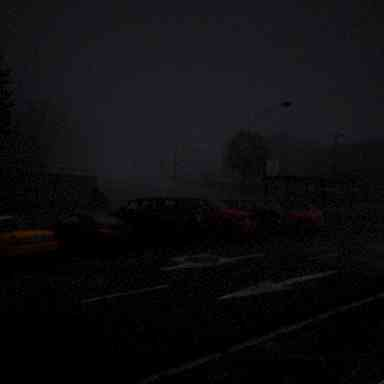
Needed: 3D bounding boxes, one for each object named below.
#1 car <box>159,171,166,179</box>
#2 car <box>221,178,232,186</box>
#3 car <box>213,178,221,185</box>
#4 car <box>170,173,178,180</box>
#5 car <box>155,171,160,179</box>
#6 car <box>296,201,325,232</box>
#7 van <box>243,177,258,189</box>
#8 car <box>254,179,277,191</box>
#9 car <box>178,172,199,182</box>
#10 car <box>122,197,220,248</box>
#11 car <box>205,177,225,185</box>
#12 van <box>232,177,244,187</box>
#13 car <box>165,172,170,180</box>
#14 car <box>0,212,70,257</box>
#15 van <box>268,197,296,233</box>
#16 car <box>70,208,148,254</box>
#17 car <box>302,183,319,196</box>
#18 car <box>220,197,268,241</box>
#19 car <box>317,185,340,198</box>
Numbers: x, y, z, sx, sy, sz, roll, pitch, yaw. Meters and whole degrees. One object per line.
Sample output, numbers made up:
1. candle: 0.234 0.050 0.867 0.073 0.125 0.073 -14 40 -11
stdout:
1. car: -5.609 -4.115 85.704 2.185 1.767 4.553 4 1 33
2. car: 8.460 -1.840 66.227 1.946 1.575 5.366 7 3 35
3. car: 6.627 -2.072 68.546 2.002 1.452 4.674 7 4 35
4. car: -2.082 -3.728 80.771 2.435 2.045 5.566 7 3 34
5. car: -7.383 -4.392 88.050 2.435 2.045 5.566 1 -1 34
6. car: 5.568 1.387 20.310 4.553 1.767 2.185 -1 -1 35
7. van: 11.767 -1.519 61.027 1.878 1.987 4.442 7 4 35
8. car: 13.529 -1.020 58.666 2.231 1.521 4.892 7 3 35
9. car: -0.229 -3.205 78.513 1.946 1.575 5.366 7 3 34
10. car: -1.889 1.249 15.179 5.566 2.045 2.435 -1 -1 35
11. car: 4.882 -2.346 71.007 2.002 1.452 4.674 7 3 35
12. van: 10.036 -1.792 63.497 1.878 1.987 4.442 7 4 35
13. car: -3.878 -3.880 83.236 2.185 1.767 4.553 6 3 34
14. car: -6.920 1.491 11.790 5.366 1.575 1.946 -1 -1 35
15. van: 3.161 1.281 18.558 4.442 1.987 1.878 -1 -1 35
16. car: -4.315 1.536 13.420 4.674 1.452 2.002 -1 -1 35
17. car: 18.745 -0.453 51.284 2.435 2.045 5.566 7 3 35
18. car: 0.623 1.252 16.886 5.566 2.045 2.435 -1 -1 35
19. car: 20.438 0.109 48.813 2.002 1.452 4.674 7 3 35
